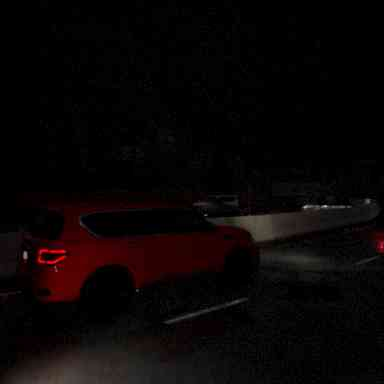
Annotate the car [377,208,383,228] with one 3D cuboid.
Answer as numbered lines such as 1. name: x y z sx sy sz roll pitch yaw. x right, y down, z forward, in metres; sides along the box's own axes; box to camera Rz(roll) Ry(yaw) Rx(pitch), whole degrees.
1. car: 13.346 1.525 21.313 2.128 1.511 4.902 0 0 41

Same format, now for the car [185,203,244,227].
1. car: 1.759 1.580 24.430 1.812 1.442 4.674 0 0 44

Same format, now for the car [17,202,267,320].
1. car: -0.888 1.241 7.663 5.566 2.045 2.150 0 0 -38

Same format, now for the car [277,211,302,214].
1. car: 5.940 1.270 23.740 2.150 2.045 5.566 0 0 43
